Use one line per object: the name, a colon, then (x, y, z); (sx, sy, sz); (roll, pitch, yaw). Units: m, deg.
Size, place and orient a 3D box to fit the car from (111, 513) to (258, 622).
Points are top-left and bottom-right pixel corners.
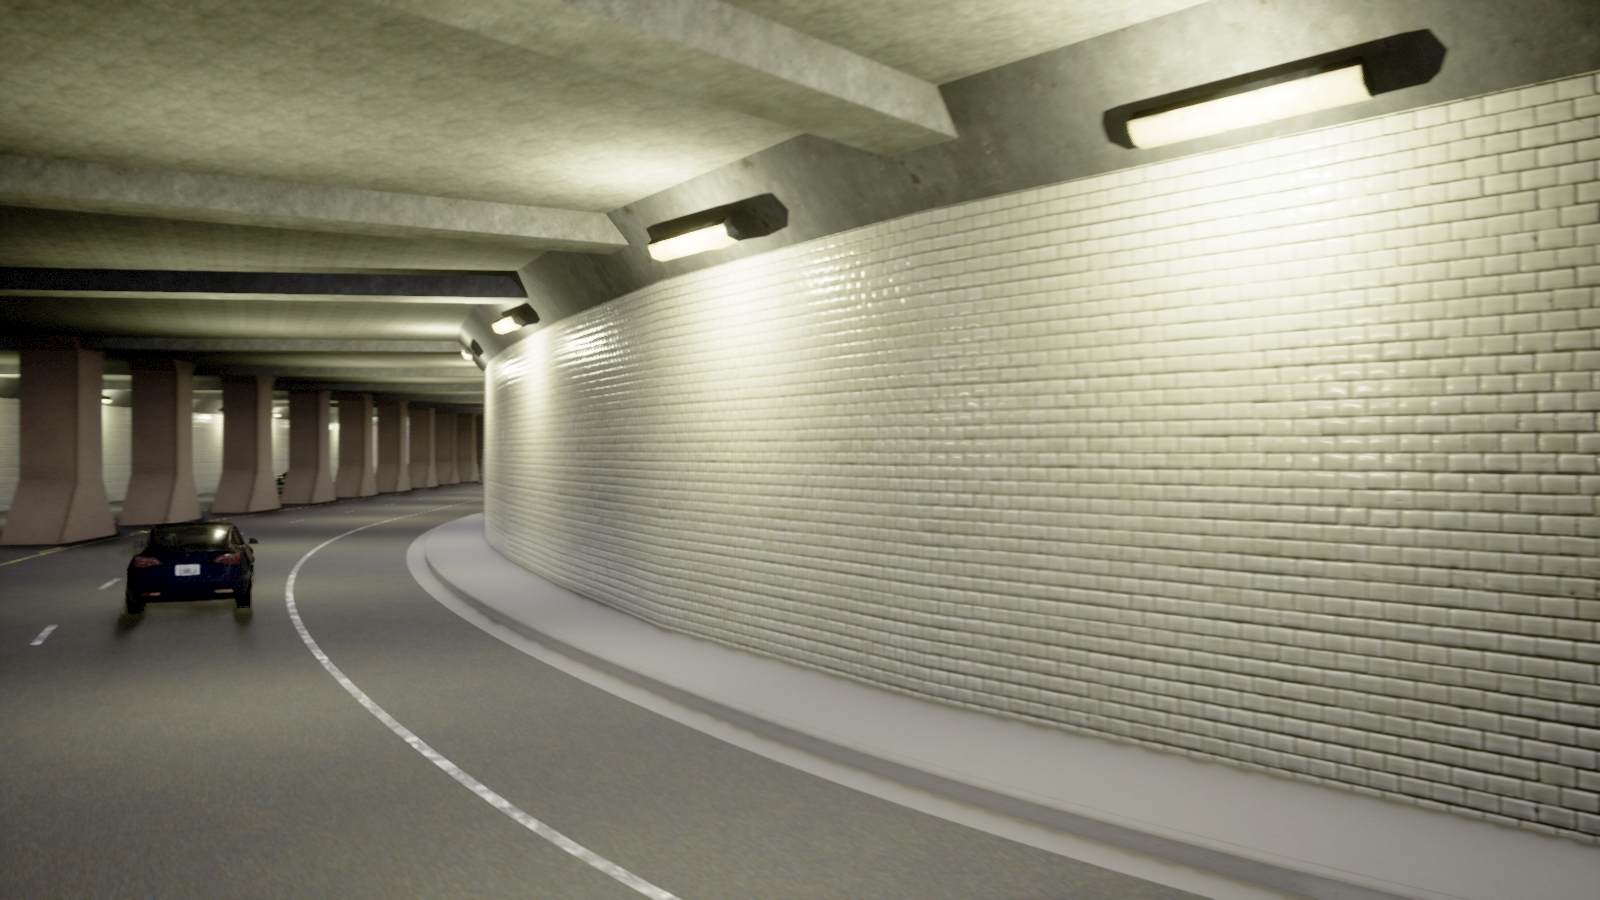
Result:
car: (-11.362, 2.076, 21.404); (2.163, 1.488, 4.792); (0, 0, -25)
